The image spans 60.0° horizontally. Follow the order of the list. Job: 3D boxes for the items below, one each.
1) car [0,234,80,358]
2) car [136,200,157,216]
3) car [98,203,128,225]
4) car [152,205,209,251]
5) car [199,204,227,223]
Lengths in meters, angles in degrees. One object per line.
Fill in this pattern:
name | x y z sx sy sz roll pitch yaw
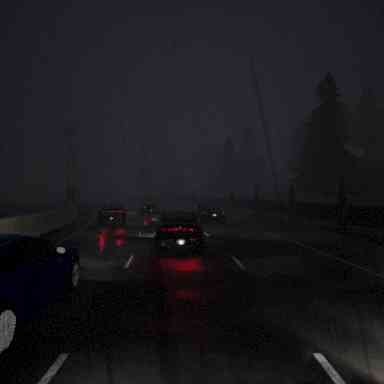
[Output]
car | -3.531 1.483 5.953 1.882 1.535 5.008 0 0 -2
car | -4.437 1.555 33.199 1.812 1.442 4.674 0 0 -17
car | -5.727 1.513 24.086 2.128 1.511 4.902 0 0 -12
car | -0.638 1.517 14.201 1.837 1.490 4.892 0 0 -6
car | 1.173 1.586 25.133 1.994 1.385 4.181 0 0 -11
